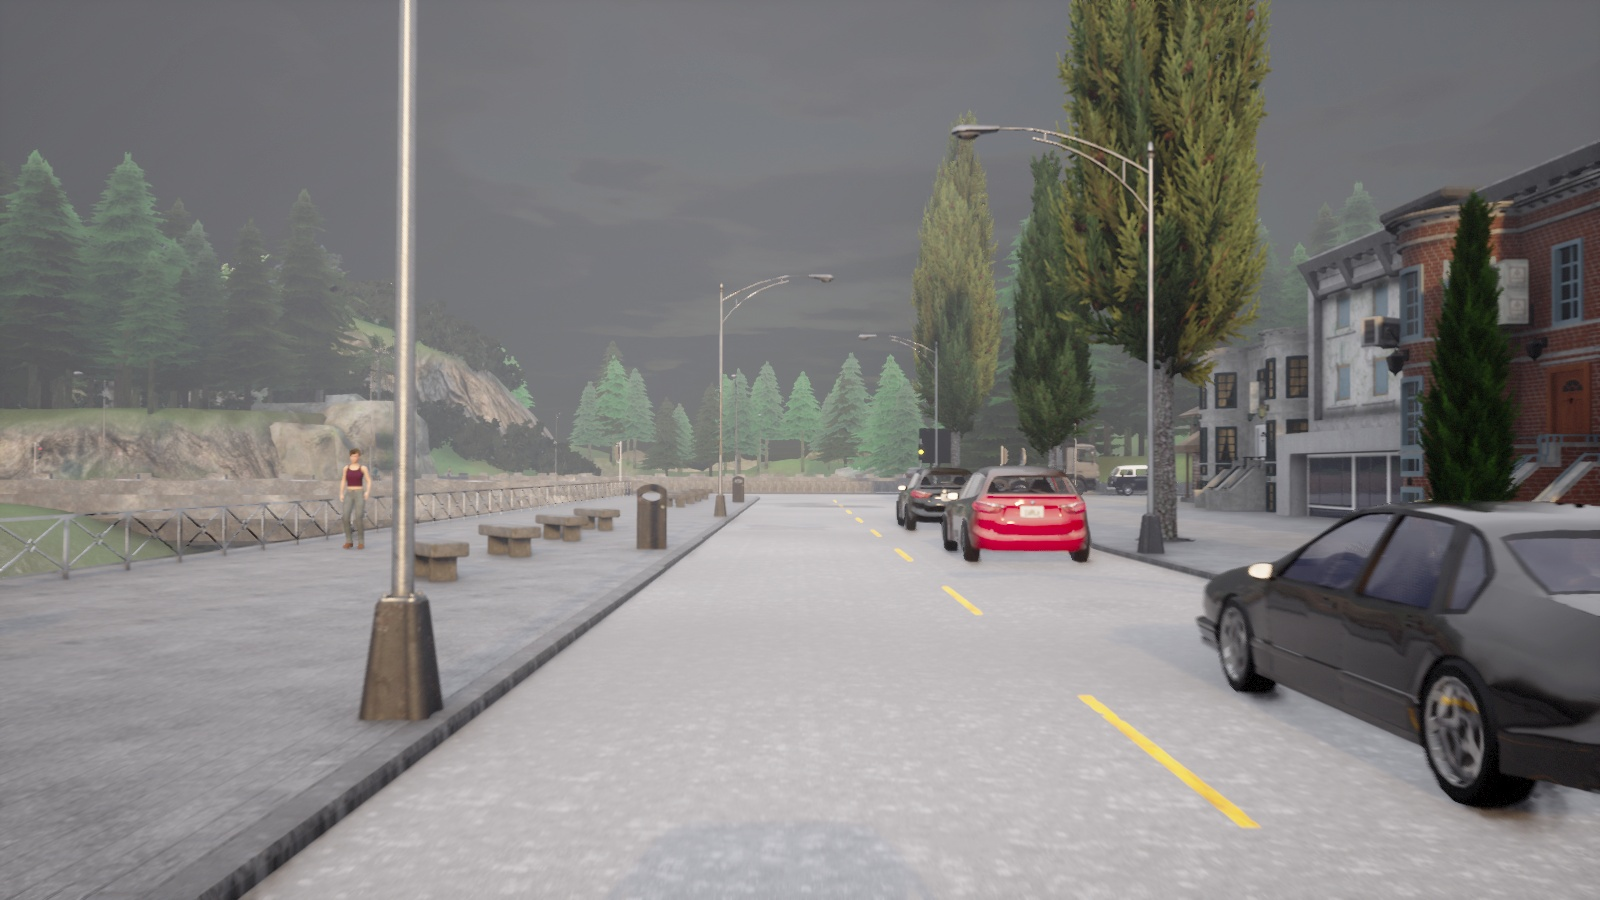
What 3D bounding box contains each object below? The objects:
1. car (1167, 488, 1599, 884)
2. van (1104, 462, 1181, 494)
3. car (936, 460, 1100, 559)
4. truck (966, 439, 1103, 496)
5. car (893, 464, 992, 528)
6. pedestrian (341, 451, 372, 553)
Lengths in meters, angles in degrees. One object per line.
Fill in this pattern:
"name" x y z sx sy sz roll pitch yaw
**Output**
"car" 3.980 0.970 7.421 2.033 1.411 5.357 0 -1 0
"van" 22.638 1.839 83.106 4.480 2.038 2.069 0 -1 0
"car" 3.937 1.038 23.561 2.242 1.667 4.611 0 -1 0
"truck" 14.709 1.101 78.888 7.936 3.462 2.891 0 -1 -11
"car" 3.907 1.232 35.186 2.242 1.667 4.611 0 -1 0
"pedestrian" -8.050 0.938 22.787 0.345 1.836 0.594 0 -1 0
